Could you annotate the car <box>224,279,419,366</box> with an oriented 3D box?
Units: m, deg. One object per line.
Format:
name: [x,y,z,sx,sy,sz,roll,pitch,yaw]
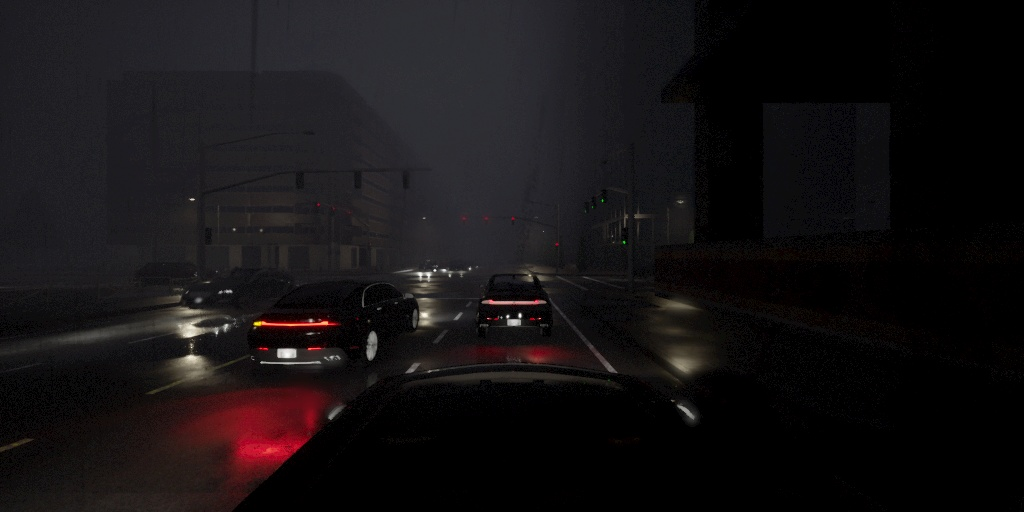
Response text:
car: [-3.454,1.255,7.953,1.837,1.490,4.892,0,0,0]

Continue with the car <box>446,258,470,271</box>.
car: [-7.512,1.228,50.310,1.882,1.535,5.008,0,0,0]

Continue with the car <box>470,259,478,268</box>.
car: [-7.437,1.314,60.327,1.994,1.385,4.181,0,0,1]

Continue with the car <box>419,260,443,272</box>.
car: [-11.005,1.242,47.538,2.128,1.511,4.902,0,0,0]

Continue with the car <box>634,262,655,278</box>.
car: [13.932,1.297,34.272,4.902,1.511,2.128,0,0,0]

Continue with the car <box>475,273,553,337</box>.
car: [0.055,1.242,10.274,2.128,1.511,4.902,0,0,0]

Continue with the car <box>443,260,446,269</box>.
car: [-10.979,1.351,56.882,1.895,1.301,4.718,0,0,1]

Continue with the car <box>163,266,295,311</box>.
car: [-10.825,1.241,14.637,2.128,1.511,4.902,0,0,-4]

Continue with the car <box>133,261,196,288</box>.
car: [-21.869,1.158,23.617,4.553,1.767,2.097,0,0,0]
